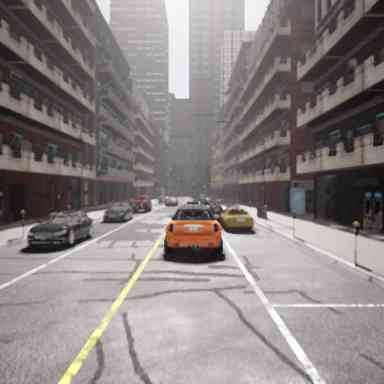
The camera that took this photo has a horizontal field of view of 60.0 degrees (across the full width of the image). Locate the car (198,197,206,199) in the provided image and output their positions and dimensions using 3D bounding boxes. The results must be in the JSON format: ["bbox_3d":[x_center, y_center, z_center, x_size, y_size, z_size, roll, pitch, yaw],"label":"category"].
[{"bbox_3d":[0.075,1.489,29.269,1.837,1.490,4.892,0,0,0],"label":"car"}]

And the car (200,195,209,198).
[{"bbox_3d":[2.685,1.537,54.065,1.947,1.339,4.313,-1,0,0],"label":"car"}]

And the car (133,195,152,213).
[{"bbox_3d":[-5.700,1.294,37.289,2.192,1.841,5.009,-1,0,0],"label":"car"}]

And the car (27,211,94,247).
[{"bbox_3d":[-5.699,1.542,14.881,2.008,1.369,4.403,-1,0,0],"label":"car"}]

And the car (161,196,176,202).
[{"bbox_3d":[-3.078,1.520,50.985,2.033,1.411,5.357,0,0,0],"label":"car"}]

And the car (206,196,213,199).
[{"bbox_3d":[2.681,1.422,31.657,1.967,1.590,4.097,-1,0,0],"label":"car"}]

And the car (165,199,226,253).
[{"bbox_3d":[0.071,1.343,13.854,2.097,1.767,4.553,0,0,0],"label":"car"}]

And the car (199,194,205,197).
[{"bbox_3d":[2.685,1.519,59.668,2.008,1.369,4.403,-1,0,0],"label":"car"}]

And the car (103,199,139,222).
[{"bbox_3d":[-5.698,1.536,26.085,2.008,1.369,4.403,-1,0,0],"label":"car"}]

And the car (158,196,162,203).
[{"bbox_3d":[-5.694,1.517,65.299,2.008,1.369,4.403,-1,0,0],"label":"car"}]

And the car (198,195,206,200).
[{"bbox_3d":[2.688,1.506,93.279,2.008,1.369,4.403,-1,0,0],"label":"car"}]

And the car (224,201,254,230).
[{"bbox_3d":[2.681,1.513,20.623,1.752,1.417,4.829,-1,0,0],"label":"car"}]
